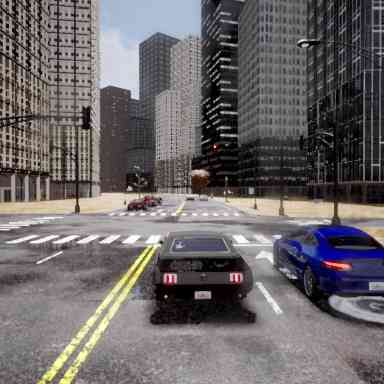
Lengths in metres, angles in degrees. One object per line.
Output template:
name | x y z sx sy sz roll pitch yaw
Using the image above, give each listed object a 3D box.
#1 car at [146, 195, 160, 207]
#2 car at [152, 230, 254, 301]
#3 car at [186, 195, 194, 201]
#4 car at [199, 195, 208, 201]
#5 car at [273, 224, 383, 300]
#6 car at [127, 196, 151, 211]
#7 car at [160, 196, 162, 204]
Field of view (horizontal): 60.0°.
car | -6.551 1.299 50.611 2.097 1.767 4.553 0 0 0
car | 0.106 1.598 8.302 1.895 1.301 4.718 0 0 -3
car | -0.477 1.469 80.459 1.895 1.301 4.718 0 0 -4
car | 2.772 1.397 80.574 1.812 1.442 4.674 0 0 -4
car | 3.349 1.523 8.272 1.812 1.442 4.674 0 0 1
car | -6.561 1.530 40.362 1.994 1.385 4.181 0 0 0
car | -6.540 1.416 60.902 2.128 1.511 4.902 0 0 0
